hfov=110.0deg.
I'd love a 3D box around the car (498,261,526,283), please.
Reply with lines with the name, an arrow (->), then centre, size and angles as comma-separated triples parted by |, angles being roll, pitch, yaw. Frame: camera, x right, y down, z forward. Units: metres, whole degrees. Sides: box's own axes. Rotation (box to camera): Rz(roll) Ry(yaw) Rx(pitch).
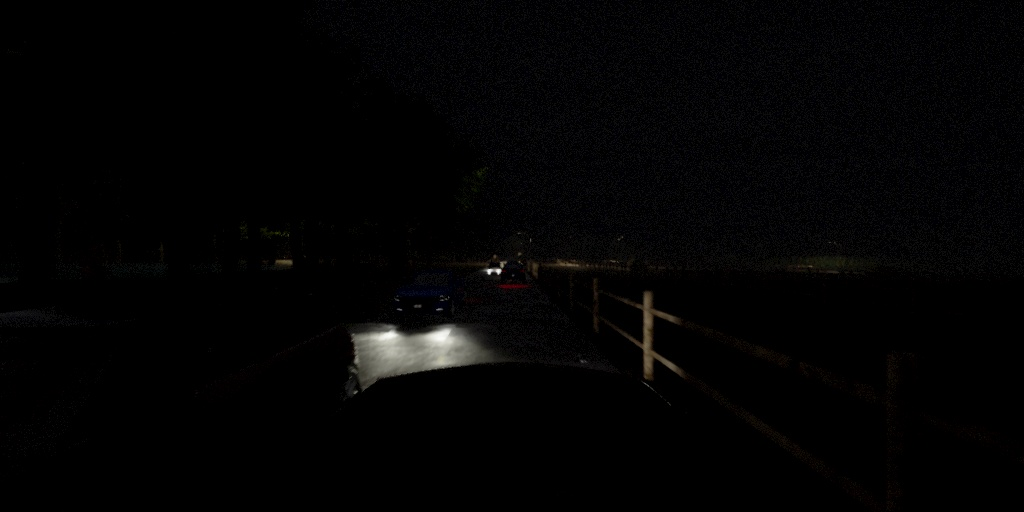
car -> 0.068, 1.280, 28.694 | 1.882, 1.535, 5.008 | 0, 0, 0

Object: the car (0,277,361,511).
car -> -2.848, 1.105, 2.375 | 2.097, 1.767, 4.553 | 0, 0, 0

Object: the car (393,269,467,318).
car -> -2.859, 1.257, 13.362 | 1.882, 1.535, 5.008 | 0, 0, 0

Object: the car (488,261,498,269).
car -> -2.851, 1.432, 58.243 | 1.895, 1.301, 4.718 | 0, 0, 1
